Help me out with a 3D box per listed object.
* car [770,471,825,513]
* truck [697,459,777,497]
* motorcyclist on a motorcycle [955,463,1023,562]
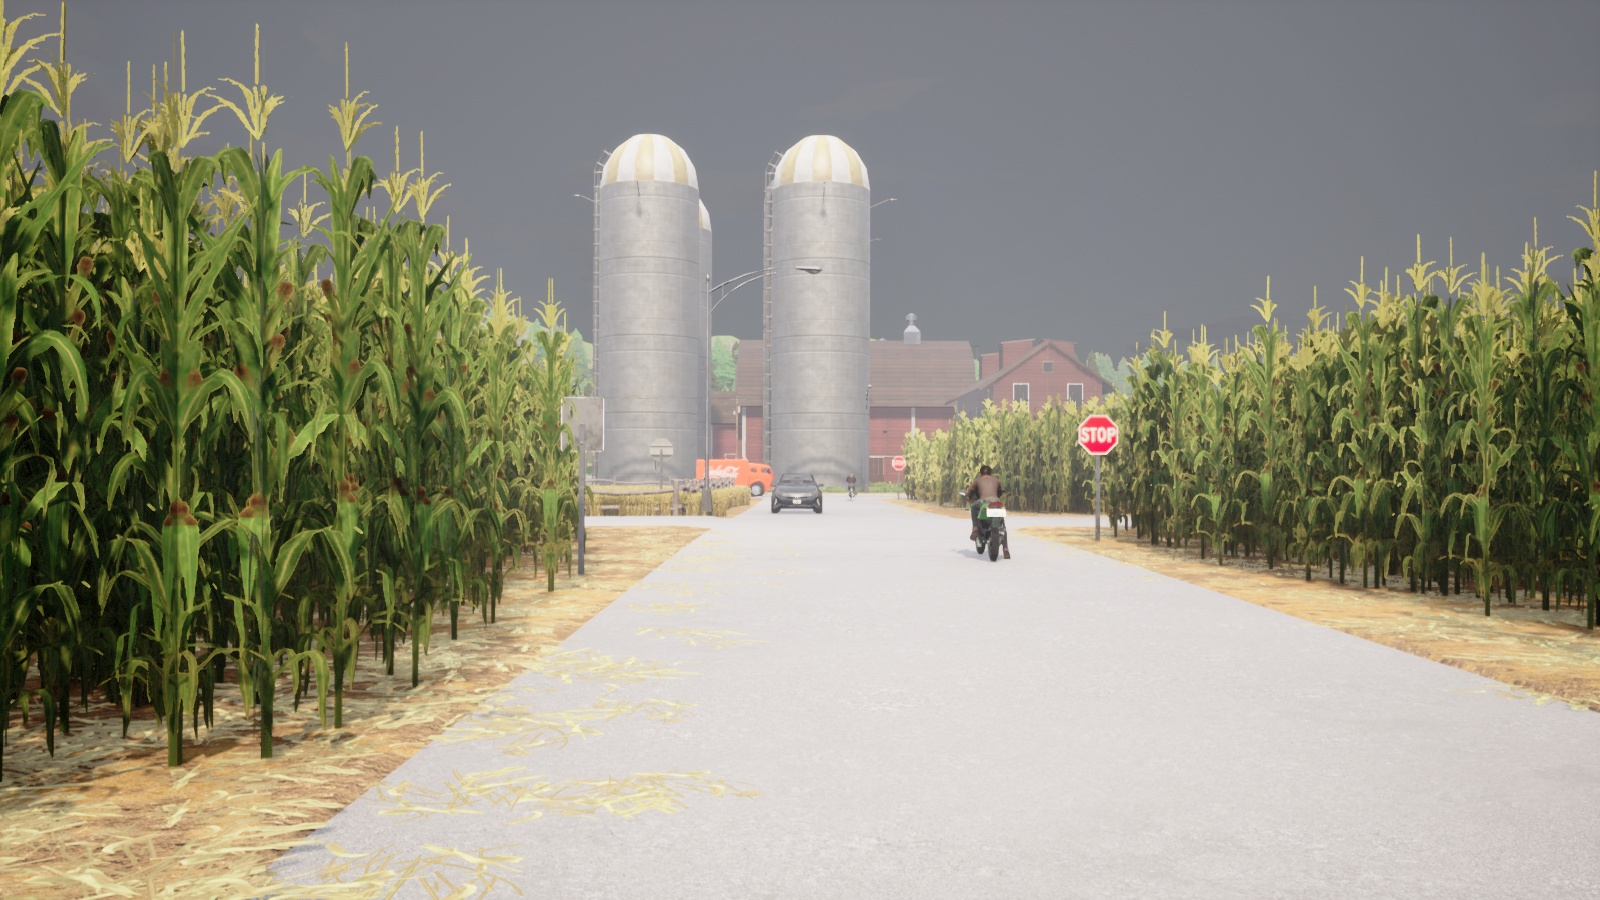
[{"bbox_3d":[-0.105,1.588,47.921,2.007,1.525,4.514,0,-1,0],"label":"car"},{"bbox_3d":[-4.207,1.901,83.395,5.204,2.467,2.627,0,-3,-4],"label":"truck"},{"bbox_3d":[3.055,0.979,20.497,0.797,1.523,2.044,0,0,0],"label":"motorcyclist on a motorcycle"}]
